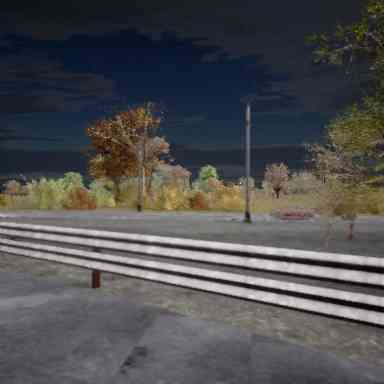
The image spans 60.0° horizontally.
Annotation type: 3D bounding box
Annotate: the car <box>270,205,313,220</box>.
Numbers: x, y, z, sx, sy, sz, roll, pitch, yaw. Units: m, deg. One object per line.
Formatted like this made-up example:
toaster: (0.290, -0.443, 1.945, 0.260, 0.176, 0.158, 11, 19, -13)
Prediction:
car: (9.988, 1.976, 33.541, 4.181, 1.385, 1.994, 0, 0, 10)
